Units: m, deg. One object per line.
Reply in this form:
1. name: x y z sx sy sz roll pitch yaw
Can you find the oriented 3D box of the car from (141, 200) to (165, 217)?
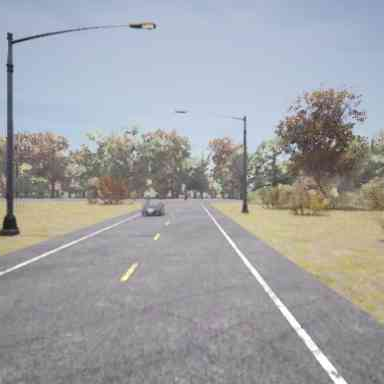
1. car: -3.590 1.470 31.205 2.128 1.511 4.902 0 0 0
